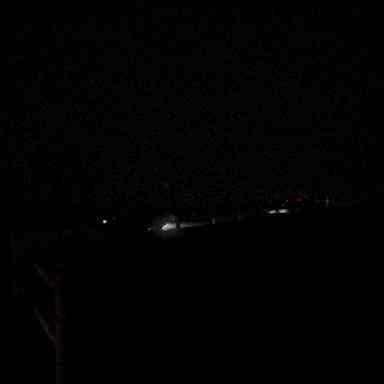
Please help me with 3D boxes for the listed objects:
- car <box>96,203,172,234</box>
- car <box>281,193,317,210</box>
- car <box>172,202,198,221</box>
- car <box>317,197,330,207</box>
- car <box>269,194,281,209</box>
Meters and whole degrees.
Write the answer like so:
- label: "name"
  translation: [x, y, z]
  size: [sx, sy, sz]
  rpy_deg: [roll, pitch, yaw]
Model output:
- label: "car"
  translation: [-3.404, 1.525, 19.077]
  size: [1.994, 1.385, 4.181]
  rpy_deg: [-3, -2, 36]
- label: "car"
  translation: [13.966, 1.197, 43.235]
  size: [2.150, 2.045, 5.566]
  rpy_deg: [-3, -2, 36]
- label: "car"
  translation: [-1.411, 1.579, 26.748]
  size: [1.837, 1.490, 4.892]
  rpy_deg: [-3, -2, 36]
- label: "car"
  translation: [20.028, 1.534, 51.743]
  size: [2.033, 1.411, 5.357]
  rpy_deg: [-3, -2, 36]
- label: "car"
  translation: [12.690, 1.312, 46.311]
  size: [2.150, 2.045, 5.566]
  rpy_deg: [-3, -2, 36]
